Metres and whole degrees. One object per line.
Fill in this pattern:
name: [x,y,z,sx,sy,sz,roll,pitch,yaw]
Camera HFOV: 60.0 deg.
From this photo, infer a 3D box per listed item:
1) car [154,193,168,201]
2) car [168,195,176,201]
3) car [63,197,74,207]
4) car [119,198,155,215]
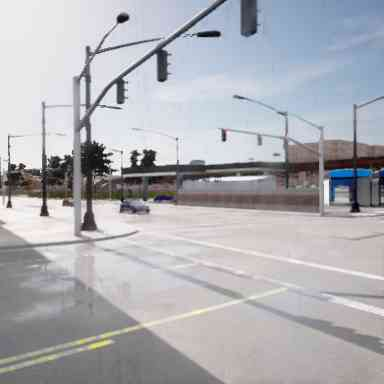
car: [-6.340,1.165,75.354,4.611,1.667,2.242,-1,0,-35]
car: [-2.366,1.313,71.135,3.806,1.475,1.970,-1,0,-35]
car: [-19.004,1.576,52.434,1.812,1.442,4.674,-1,0,-36]
car: [-6.129,1.551,35.087,1.812,1.442,4.674,-1,0,-37]
